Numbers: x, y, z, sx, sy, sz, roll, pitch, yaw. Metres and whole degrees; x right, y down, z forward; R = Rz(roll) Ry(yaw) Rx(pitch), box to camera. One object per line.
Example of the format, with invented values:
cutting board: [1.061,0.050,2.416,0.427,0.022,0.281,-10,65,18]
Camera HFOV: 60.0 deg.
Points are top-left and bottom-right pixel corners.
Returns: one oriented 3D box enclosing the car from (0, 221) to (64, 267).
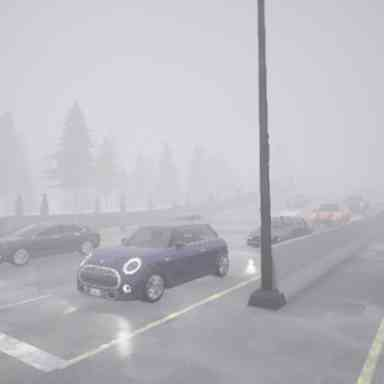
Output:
car: [-6.088,2.033,13.865,1.837,1.490,4.892,-2,-2,36]

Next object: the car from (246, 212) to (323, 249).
car: [4.695,1.983,16.838,2.033,1.411,5.357,-2,-1,36]

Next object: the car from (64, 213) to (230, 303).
car: [-0.831,1.657,9.198,2.097,1.767,4.553,-2,-2,36]

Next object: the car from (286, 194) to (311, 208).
car: [12.816,1.022,39.875,2.128,1.511,4.902,-2,4,37]

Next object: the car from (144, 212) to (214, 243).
car: [-0.669,2.149,21.359,1.837,1.490,4.892,-2,-1,36]

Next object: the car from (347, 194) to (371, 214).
car: [15.860,1.059,32.215,2.097,1.767,4.553,-2,3,36]

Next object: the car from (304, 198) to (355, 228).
car: [10.180,1.621,24.417,2.097,1.767,4.553,-2,1,36]
